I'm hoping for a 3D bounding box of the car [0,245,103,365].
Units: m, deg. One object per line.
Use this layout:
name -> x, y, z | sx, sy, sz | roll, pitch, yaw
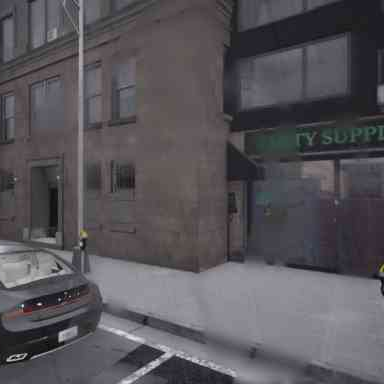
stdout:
car -> -3.335, 1.550, 5.457 | 4.403, 1.369, 2.008 | 0, 0, 36
